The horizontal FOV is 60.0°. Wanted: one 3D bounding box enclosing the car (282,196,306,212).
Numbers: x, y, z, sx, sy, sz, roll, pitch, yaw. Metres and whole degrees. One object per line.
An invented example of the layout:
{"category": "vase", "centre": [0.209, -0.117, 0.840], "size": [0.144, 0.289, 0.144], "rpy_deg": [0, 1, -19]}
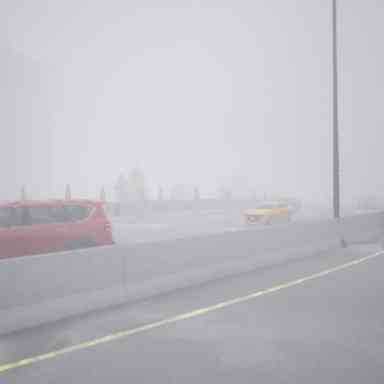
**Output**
{"category": "car", "centre": [10.070, 1.321, 35.137], "size": [2.097, 1.767, 4.553], "rpy_deg": [-1, 0, 33]}

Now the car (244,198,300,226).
{"category": "car", "centre": [5.583, 1.450, 23.669], "size": [1.882, 1.535, 5.008], "rpy_deg": [0, 0, 41]}

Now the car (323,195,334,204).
{"category": "car", "centre": [25.287, 1.401, 60.021], "size": [1.882, 1.535, 5.008], "rpy_deg": [-1, 0, 16]}

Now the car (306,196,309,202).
{"category": "car", "centre": [24.477, 1.535, 72.999], "size": [1.994, 1.385, 4.181], "rpy_deg": [-1, 0, 11]}

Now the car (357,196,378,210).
{"category": "car", "centre": [21.566, 1.241, 40.906], "size": [2.097, 1.767, 4.553], "rpy_deg": [-1, 0, 27]}

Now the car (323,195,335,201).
{"category": "car", "centre": [32.937, 1.410, 80.115], "size": [1.994, 1.385, 4.181], "rpy_deg": [-1, 0, 11]}

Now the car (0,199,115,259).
{"category": "car", "centre": [-4.929, 1.246, 9.210], "size": [5.566, 2.045, 2.150], "rpy_deg": [0, 0, -37]}
